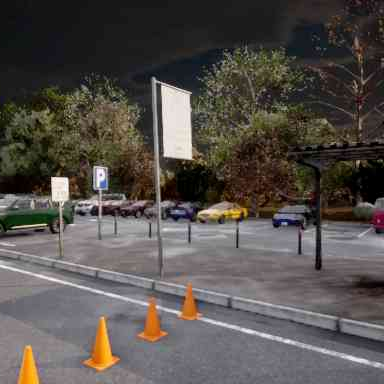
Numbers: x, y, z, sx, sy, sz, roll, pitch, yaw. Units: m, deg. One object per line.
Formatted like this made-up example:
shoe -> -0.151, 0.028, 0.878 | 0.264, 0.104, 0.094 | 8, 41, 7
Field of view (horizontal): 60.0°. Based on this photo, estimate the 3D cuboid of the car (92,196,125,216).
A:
car -> -6.617, 1.476, 31.711 | 2.097, 1.535, 5.008 | 0, 0, 35

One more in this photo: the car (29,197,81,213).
car -> -15.599, 1.459, 38.244 | 1.946, 1.575, 5.366 | 0, 0, 35

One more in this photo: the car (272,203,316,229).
car -> 6.988, 1.516, 22.105 | 2.163, 1.488, 4.792 | 0, 0, 35

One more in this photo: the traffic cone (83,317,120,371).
traffic cone -> -1.193, 1.958, 4.405 | 0.340, 0.580, 0.340 | 0, 0, 35

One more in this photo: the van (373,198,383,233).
van -> 11.613, 1.264, 19.032 | 1.878, 1.987, 4.442 | 0, 0, 35

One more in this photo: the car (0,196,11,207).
car -> -29.225, 1.354, 47.825 | 1.946, 1.575, 5.366 | 1, 0, 35

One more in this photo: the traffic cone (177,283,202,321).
traffic cone -> -0.043, 1.958, 6.037 | 0.340, 0.580, 0.340 | 0, 0, 36

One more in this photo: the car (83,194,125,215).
car -> -8.907, 1.223, 33.279 | 2.435, 2.045, 5.566 | 0, 0, 35

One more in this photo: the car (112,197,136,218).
car -> -4.346, 1.477, 30.115 | 2.097, 1.535, 5.008 | 0, 0, 35

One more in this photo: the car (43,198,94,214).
car -> -13.436, 1.468, 36.492 | 2.097, 1.535, 5.008 | 0, 0, 35

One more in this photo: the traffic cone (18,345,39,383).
traffic cone -> -1.769, 1.958, 3.588 | 0.340, 0.580, 0.340 | 0, 0, 35

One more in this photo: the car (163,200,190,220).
car -> 0.209, 1.511, 26.942 | 2.163, 1.488, 4.792 | 0, 0, 35

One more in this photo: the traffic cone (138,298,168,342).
traffic cone -> -0.618, 1.958, 5.221 | 0.340, 0.580, 0.340 | 0, 0, 35

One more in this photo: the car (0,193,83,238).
car -> -8.904, 1.228, 17.290 | 2.435, 2.045, 5.566 | 0, 0, 35

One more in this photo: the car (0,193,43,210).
car -> -22.534, 1.171, 42.860 | 2.435, 2.045, 5.566 | 0, 0, 35

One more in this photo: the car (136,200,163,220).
car -> -2.074, 1.480, 28.519 | 2.231, 1.521, 4.892 | 0, 0, 35

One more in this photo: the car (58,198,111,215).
car -> -11.164, 1.473, 34.894 | 2.231, 1.521, 4.892 | 0, 0, 35

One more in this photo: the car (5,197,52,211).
car -> -20.233, 1.469, 41.311 | 2.163, 1.488, 4.792 | 0, 0, 35

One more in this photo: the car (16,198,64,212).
car -> -17.989, 1.484, 39.663 | 2.163, 1.488, 4.792 | 0, 0, 35

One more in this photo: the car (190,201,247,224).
car -> 2.356, 1.480, 25.170 | 1.946, 1.575, 5.366 | 0, 0, 35
